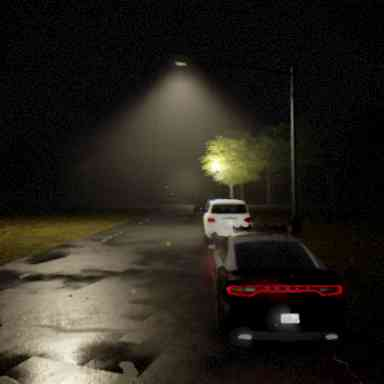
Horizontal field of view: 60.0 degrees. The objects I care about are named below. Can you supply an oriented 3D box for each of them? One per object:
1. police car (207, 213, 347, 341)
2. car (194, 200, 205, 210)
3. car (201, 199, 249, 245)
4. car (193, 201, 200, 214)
[{"bbox_3d":[1.381,1.494,6.974,1.930,1.638,5.238,-1,-1,2],"label":"police car"},{"bbox_3d":[1.230,2.270,58.196,1.837,1.490,4.892,-1,-1,0],"label":"car"},{"bbox_3d":[1.696,1.419,16.917,2.150,2.045,5.566,-1,-1,2],"label":"car"},{"bbox_3d":[1.190,2.138,44.686,1.994,1.385,4.181,-1,-1,1],"label":"car"}]
